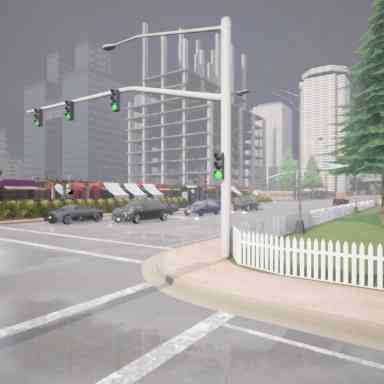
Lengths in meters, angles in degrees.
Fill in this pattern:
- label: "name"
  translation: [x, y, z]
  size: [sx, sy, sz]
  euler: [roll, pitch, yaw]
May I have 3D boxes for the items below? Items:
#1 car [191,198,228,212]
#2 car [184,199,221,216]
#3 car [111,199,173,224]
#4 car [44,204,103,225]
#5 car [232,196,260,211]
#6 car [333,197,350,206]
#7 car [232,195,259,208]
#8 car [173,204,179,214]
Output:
- label: "car"
  translation: [2.223, 1.547, 40.411]
  size: [2.033, 1.411, 5.357]
  euler: [0, 0, 34]
- label: "car"
  translation: [1.060, 1.526, 32.433]
  size: [1.812, 1.442, 4.674]
  euler: [0, 0, 34]
- label: "car"
  translation: [-3.892, 1.352, 25.140]
  size: [2.097, 1.767, 4.553]
  euler: [0, 0, 34]
- label: "car"
  translation: [-8.606, 1.564, 24.422]
  size: [1.994, 1.385, 4.181]
  euler: [0, 0, 34]
- label: "car"
  translation: [6.696, 1.505, 40.759]
  size: [1.837, 1.490, 4.892]
  euler: [0, 0, 34]
- label: "car"
  translation: [24.103, 1.478, 53.649]
  size: [1.882, 1.535, 5.008]
  euler: [0, 0, 34]
- label: "car"
  translation: [7.927, 1.352, 48.764]
  size: [2.097, 1.767, 4.553]
  euler: [0, 0, 35]
- label: "car"
  translation: [-3.423, 1.547, 32.076]
  size: [2.033, 1.411, 5.357]
  euler: [0, 0, 34]
